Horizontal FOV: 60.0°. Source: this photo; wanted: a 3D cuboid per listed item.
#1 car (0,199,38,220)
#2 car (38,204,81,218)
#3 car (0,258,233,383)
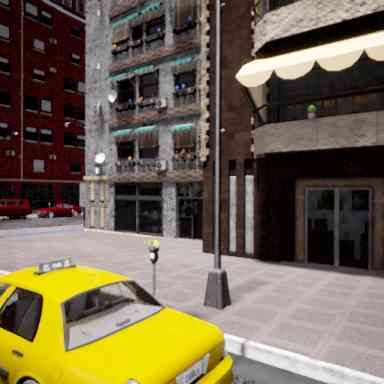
[{"bbox_3d":[-16.838,1.557,29.452,2.192,1.841,5.009,-1,-2,35],"label":"car"},{"bbox_3d":[-13.556,1.890,34.101,1.887,1.381,4.507,-1,-2,35],"label":"car"},{"bbox_3d":[-1.874,1.521,4.199,4.829,1.417,1.752,0,0,35],"label":"car"}]
